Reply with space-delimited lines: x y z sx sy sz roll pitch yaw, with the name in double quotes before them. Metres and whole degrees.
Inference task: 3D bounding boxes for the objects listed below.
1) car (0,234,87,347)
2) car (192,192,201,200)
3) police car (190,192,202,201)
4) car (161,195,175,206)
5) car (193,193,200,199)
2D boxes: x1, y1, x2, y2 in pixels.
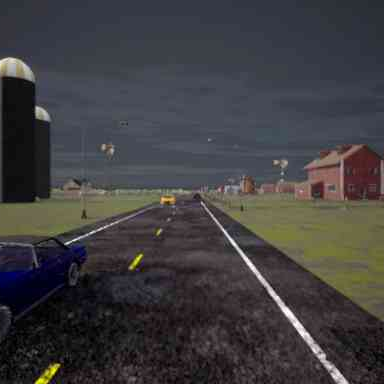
"car" -3.593 1.559 6.220 1.895 1.301 4.718 0 0 0
"car" 1.072 0.969 78.990 2.097 1.767 4.553 0 0 0
"police car" 1.070 1.075 69.129 1.930 1.638 5.238 0 0 0
"car" -3.544 1.205 49.577 1.882 1.535 5.008 0 0 0
"car" 1.075 1.056 85.210 1.801 1.575 5.366 0 0 0
